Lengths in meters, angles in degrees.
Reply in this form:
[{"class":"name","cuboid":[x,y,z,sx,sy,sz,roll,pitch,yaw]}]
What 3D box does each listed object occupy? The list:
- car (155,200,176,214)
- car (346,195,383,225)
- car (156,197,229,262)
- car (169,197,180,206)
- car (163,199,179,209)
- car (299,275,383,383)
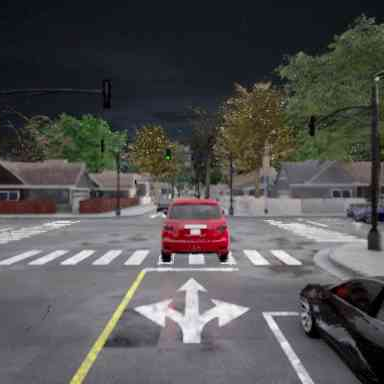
[{"class":"car","cuboid":[-3.055,1.662,39.096,2.033,1.411,5.357,0,0,0]},{"class":"car","cuboid":[13.380,1.321,23.473,4.553,1.767,2.097,0,0,0]},{"class":"car","cuboid":[0.084,1.253,12.422,2.150,2.045,5.566,0,0,0]},{"class":"car","cuboid":[-3.071,1.712,59.235,1.812,1.442,4.674,0,0,0]},{"class":"car","cuboid":[-3.043,1.713,48.985,1.994,1.385,4.181,0,0,0]},{"class":"car","cuboid":[2.637,1.575,3.756,1.947,1.339,4.313,0,0,0]}]
